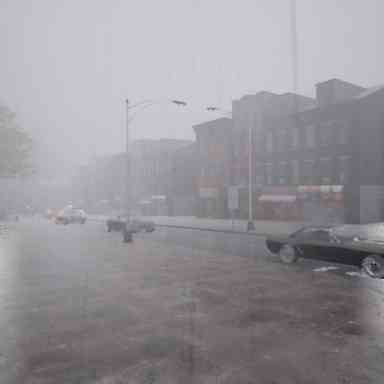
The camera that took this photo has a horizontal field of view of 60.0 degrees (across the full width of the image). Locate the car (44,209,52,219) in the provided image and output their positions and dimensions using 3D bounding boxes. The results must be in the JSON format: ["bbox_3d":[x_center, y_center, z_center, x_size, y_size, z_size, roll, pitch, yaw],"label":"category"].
[{"bbox_3d":[-22.699,3.481,54.310,2.097,1.767,4.553,0,-2,-36],"label":"car"}]

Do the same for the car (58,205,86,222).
[{"bbox_3d":[-16.574,2.896,45.719,2.150,2.045,5.566,0,-2,-35],"label":"car"}]

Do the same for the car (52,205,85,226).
[{"bbox_3d":[-13.088,2.627,35.790,2.097,1.767,4.553,0,-2,-35],"label":"car"}]

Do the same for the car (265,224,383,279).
[{"bbox_3d":[4.744,1.745,10.737,1.895,1.301,4.718,0,-2,-36],"label":"car"}]

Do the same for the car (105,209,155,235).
[{"bbox_3d":[-4.465,2.033,23.656,2.097,1.767,4.553,0,-2,-36],"label":"car"}]
